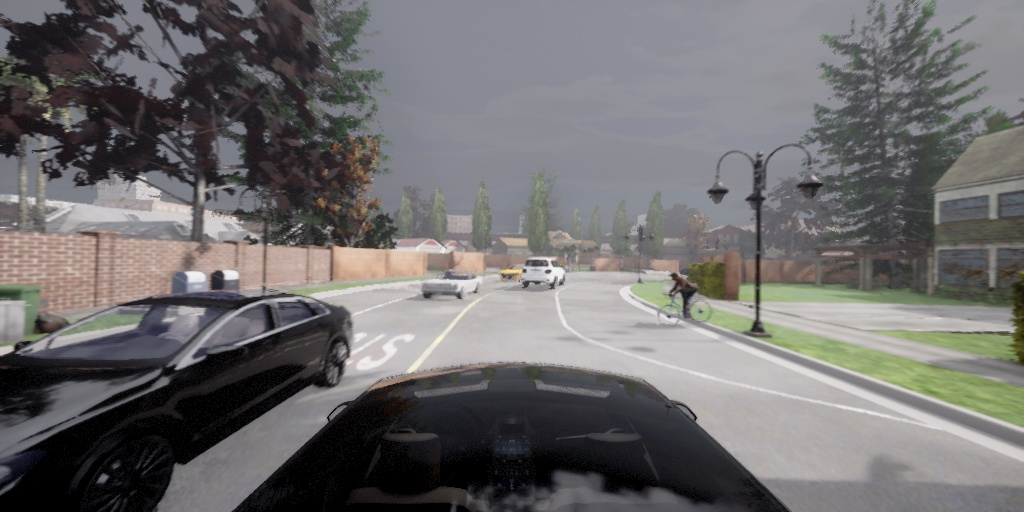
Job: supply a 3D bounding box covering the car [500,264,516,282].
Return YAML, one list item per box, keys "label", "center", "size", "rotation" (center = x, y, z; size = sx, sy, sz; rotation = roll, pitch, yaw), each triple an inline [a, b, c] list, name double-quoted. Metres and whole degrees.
- label: "car"
  center: [0.706, 1.398, 30.639]
  size: [1.882, 1.535, 5.008]
  rotation: [1, 0, 26]

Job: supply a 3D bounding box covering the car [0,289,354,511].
- label: "car"
  center: [-3.532, 1.180, 3.997]
  size: [2.128, 1.511, 4.902]
  rotation: [1, 0, 1]

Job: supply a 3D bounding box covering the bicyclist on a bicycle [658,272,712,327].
- label: "bicyclist on a bicycle"
  center: [5.128, 1.277, 10.784]
  size: [1.656, 1.620, 0.582]
  rotation: [-8, 0, 0]

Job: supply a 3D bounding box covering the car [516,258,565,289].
- label: "car"
  center: [2.297, 1.139, 25.082]
  size: [2.150, 2.045, 5.566]
  rotation: [1, 0, 18]

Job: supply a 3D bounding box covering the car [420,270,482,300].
- label: "car"
  center: [-2.907, 1.378, 18.092]
  size: [1.895, 1.301, 4.718]
  rotation: [1, 0, 8]

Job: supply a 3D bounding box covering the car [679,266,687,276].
- label: "car"
  center: [24.636, 2.032, 47.929]
  size: [4.892, 1.490, 1.837]
  rotation: [1, -1, -21]
